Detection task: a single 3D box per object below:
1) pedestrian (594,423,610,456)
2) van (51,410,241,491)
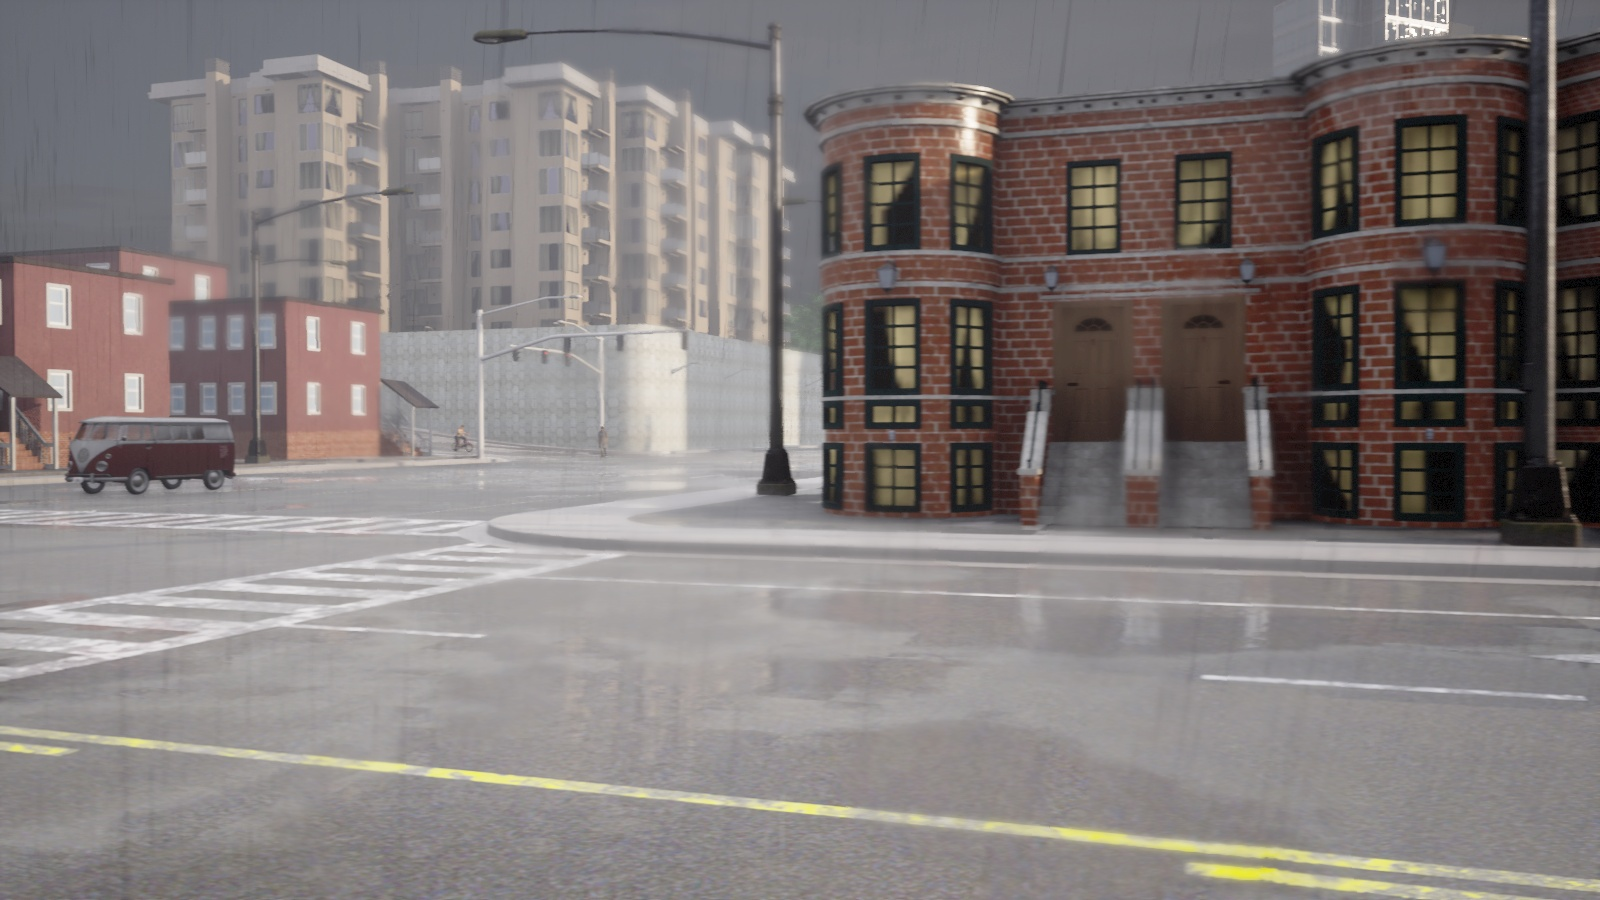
[{"bbox_3d":[-11.796,-0.633,74.831,0.659,1.952,0.873,0,1,10],"label":"pedestrian"},{"bbox_3d":[-17.124,-0.016,33.159,1.775,1.987,4.442,1,1,19],"label":"van"}]
